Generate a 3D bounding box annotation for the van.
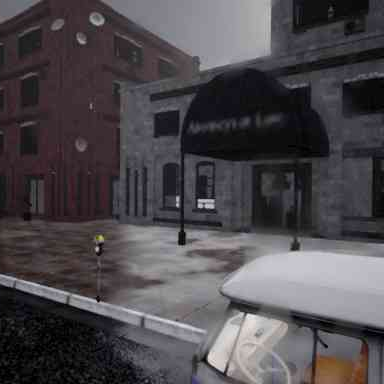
[{"bbox_3d":[1.790,1.342,1.627,3.998,1.788,1.690,0,1,34],"label":"van"}]
